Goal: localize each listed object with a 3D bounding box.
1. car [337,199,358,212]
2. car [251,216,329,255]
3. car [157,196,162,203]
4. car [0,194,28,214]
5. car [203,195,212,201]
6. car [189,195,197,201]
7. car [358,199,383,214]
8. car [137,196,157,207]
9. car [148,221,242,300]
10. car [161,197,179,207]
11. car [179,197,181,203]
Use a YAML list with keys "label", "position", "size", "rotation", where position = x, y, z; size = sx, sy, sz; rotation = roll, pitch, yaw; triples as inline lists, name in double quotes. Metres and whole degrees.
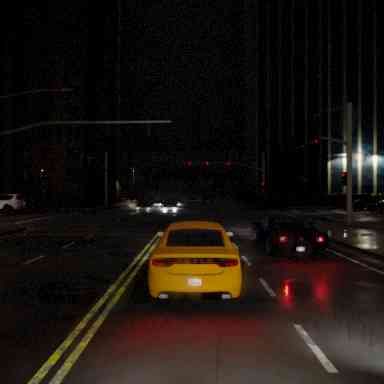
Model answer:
- label: "car"
  position: [19.976, 1.546, 38.939]
  size: [5.357, 1.411, 2.033]
  rotation: [0, 0, 0]
- label: "car"
  position: [3.618, 1.601, 13.234]
  size: [1.895, 1.301, 4.718]
  rotation: [0, 0, 0]
- label: "car"
  position: [-6.839, 1.490, 66.060]
  size: [2.128, 1.511, 4.902]
  rotation: [0, 0, 1]
- label: "car"
  position: [-20.371, 1.221, 35.099]
  size: [5.566, 2.045, 2.150]
  rotation: [0, 0, 0]
- label: "car"
  position: [3.724, 1.427, 79.621]
  size: [1.837, 1.490, 4.892]
  rotation: [0, 0, 0]
- label: "car"
  position: [0.225, 1.365, 80.170]
  size: [1.994, 1.385, 4.181]
  rotation: [0, 0, 0]
- label: "car"
  position: [20.943, 1.487, 35.450]
  size: [4.902, 1.511, 2.128]
  rotation: [0, 0, -1]
- label: "car"
  position: [-7.111, 1.476, 50.845]
  size: [1.882, 1.535, 5.008]
  rotation: [0, 0, 3]
- label: "car"
  position: [0.078, 1.477, 8.475]
  size: [1.882, 1.535, 5.008]
  rotation: [0, 0, 1]
- label: "car"
  position: [-3.329, 1.600, 50.663]
  size: [1.895, 1.301, 4.718]
  rotation: [0, 0, -2]
- label: "car"
  position: [-3.305, 1.599, 69.266]
  size: [1.895, 1.301, 4.718]
  rotation: [0, 0, 0]
